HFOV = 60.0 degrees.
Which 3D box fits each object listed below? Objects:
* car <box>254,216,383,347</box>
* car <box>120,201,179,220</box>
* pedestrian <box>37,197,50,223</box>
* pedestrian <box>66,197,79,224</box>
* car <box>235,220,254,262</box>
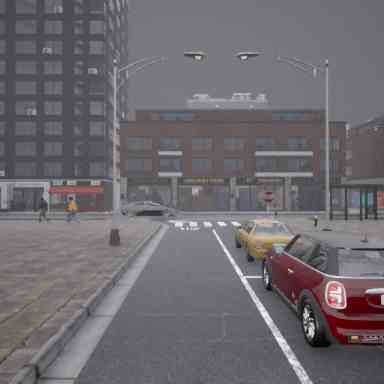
[{"bbox_3d":[2.609,1.442,6.313,1.967,1.590,4.097,0,0,0],"label":"car"},{"bbox_3d":[-3.541,1.495,27.817,4.902,1.511,2.128,0,0,0],"label":"car"},{"bbox_3d":[-9.924,1.174,22.239,0.375,1.860,0.375,0,0,0],"label":"pedestrian"},{"bbox_3d":[-7.774,1.149,21.583,0.375,1.860,0.375,0,0,0],"label":"pedestrian"},{"bbox_3d":[2.575,1.529,11.921,1.752,1.417,4.829,0,0,0],"label":"car"}]
